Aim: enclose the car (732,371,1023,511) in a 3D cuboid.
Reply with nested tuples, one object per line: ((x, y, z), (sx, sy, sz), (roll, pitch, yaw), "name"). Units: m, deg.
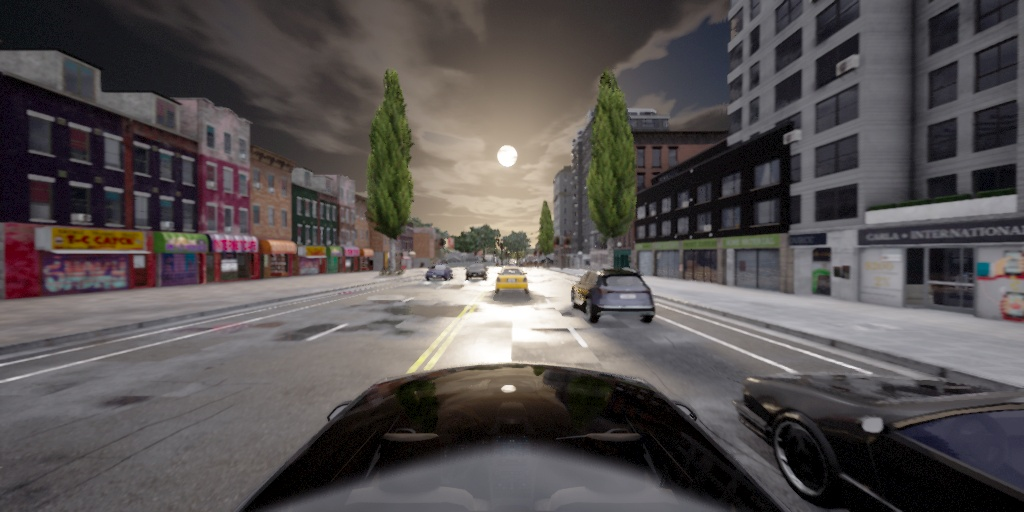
((3.251, 1.299, 1.304), (2.033, 1.411, 5.357), (0, 0, 0), "car")

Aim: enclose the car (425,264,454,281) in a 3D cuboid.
((-6.516, 1.464, 32.549), (1.812, 1.442, 4.674), (0, -1, 0), "car")

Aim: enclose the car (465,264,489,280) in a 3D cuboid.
((-3.255, 1.467, 33.836), (1.837, 1.490, 4.892), (0, -1, 0), "car")

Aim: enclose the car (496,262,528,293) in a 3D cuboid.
((-0.011, 1.295, 21.471), (1.801, 1.575, 5.366), (0, -1, 0), "car")

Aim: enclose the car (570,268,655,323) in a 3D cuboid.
((3.250, 1.210, 12.309), (2.033, 1.649, 4.856), (0, 0, 0), "car")
